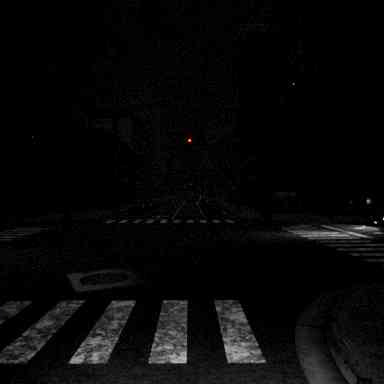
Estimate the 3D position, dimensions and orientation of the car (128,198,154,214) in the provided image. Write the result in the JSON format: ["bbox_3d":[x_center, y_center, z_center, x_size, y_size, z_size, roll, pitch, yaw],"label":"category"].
[{"bbox_3d":[-5.694,1.480,36.186,1.967,1.590,4.097,0,0,0],"label":"car"}]

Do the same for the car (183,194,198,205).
[{"bbox_3d":[-0.276,1.601,63.326,1.837,1.490,4.892,0,0,0],"label":"car"}]

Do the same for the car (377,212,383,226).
[{"bbox_3d":[12.910,1.438,17.446,4.902,1.511,2.128,0,0,0],"label":"car"}]

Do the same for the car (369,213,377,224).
[{"bbox_3d":[14.046,1.496,20.711,5.357,1.411,2.033,0,0,-2],"label":"car"}]

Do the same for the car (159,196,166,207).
[{"bbox_3d":[-5.676,1.653,52.718,1.802,1.307,4.206,0,0,0],"label":"car"}]

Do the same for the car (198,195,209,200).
[{"bbox_3d":[2.349,1.637,52.710,1.947,1.339,4.313,0,0,0],"label":"car"}]

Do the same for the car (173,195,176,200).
[{"bbox_3d":[-5.646,1.694,80.272,2.008,1.369,4.403,0,0,0],"label":"car"}]

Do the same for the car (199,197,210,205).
[{"bbox_3d":[2.361,1.647,63.731,2.008,1.369,4.403,0,0,0],"label":"car"}]

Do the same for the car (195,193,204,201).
[{"bbox_3d":[2.022,1.401,90.176,2.150,2.045,5.566,0,0,0],"label":"car"}]

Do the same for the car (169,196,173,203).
[{"bbox_3d":[-5.658,1.552,69.250,1.967,1.590,4.097,0,0,0],"label":"car"}]

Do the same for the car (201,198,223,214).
[{"bbox_3d":[2.331,1.606,36.177,1.947,1.339,4.313,0,0,0],"label":"car"}]

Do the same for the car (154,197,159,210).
[{"bbox_3d":[-5.688,1.489,41.697,1.967,1.590,4.097,0,0,0],"label":"car"}]

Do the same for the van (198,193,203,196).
[{"bbox_3d":[2.355,1.424,58.221,1.690,1.788,3.998,0,0,0],"label":"van"}]

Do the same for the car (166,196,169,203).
[{"bbox_3d":[-5.670,1.634,58.229,2.008,1.369,4.403,0,0,0],"label":"car"}]

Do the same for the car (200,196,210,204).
[{"bbox_3d":[2.343,1.641,47.199,1.802,1.307,4.206,0,0,0],"label":"car"}]
